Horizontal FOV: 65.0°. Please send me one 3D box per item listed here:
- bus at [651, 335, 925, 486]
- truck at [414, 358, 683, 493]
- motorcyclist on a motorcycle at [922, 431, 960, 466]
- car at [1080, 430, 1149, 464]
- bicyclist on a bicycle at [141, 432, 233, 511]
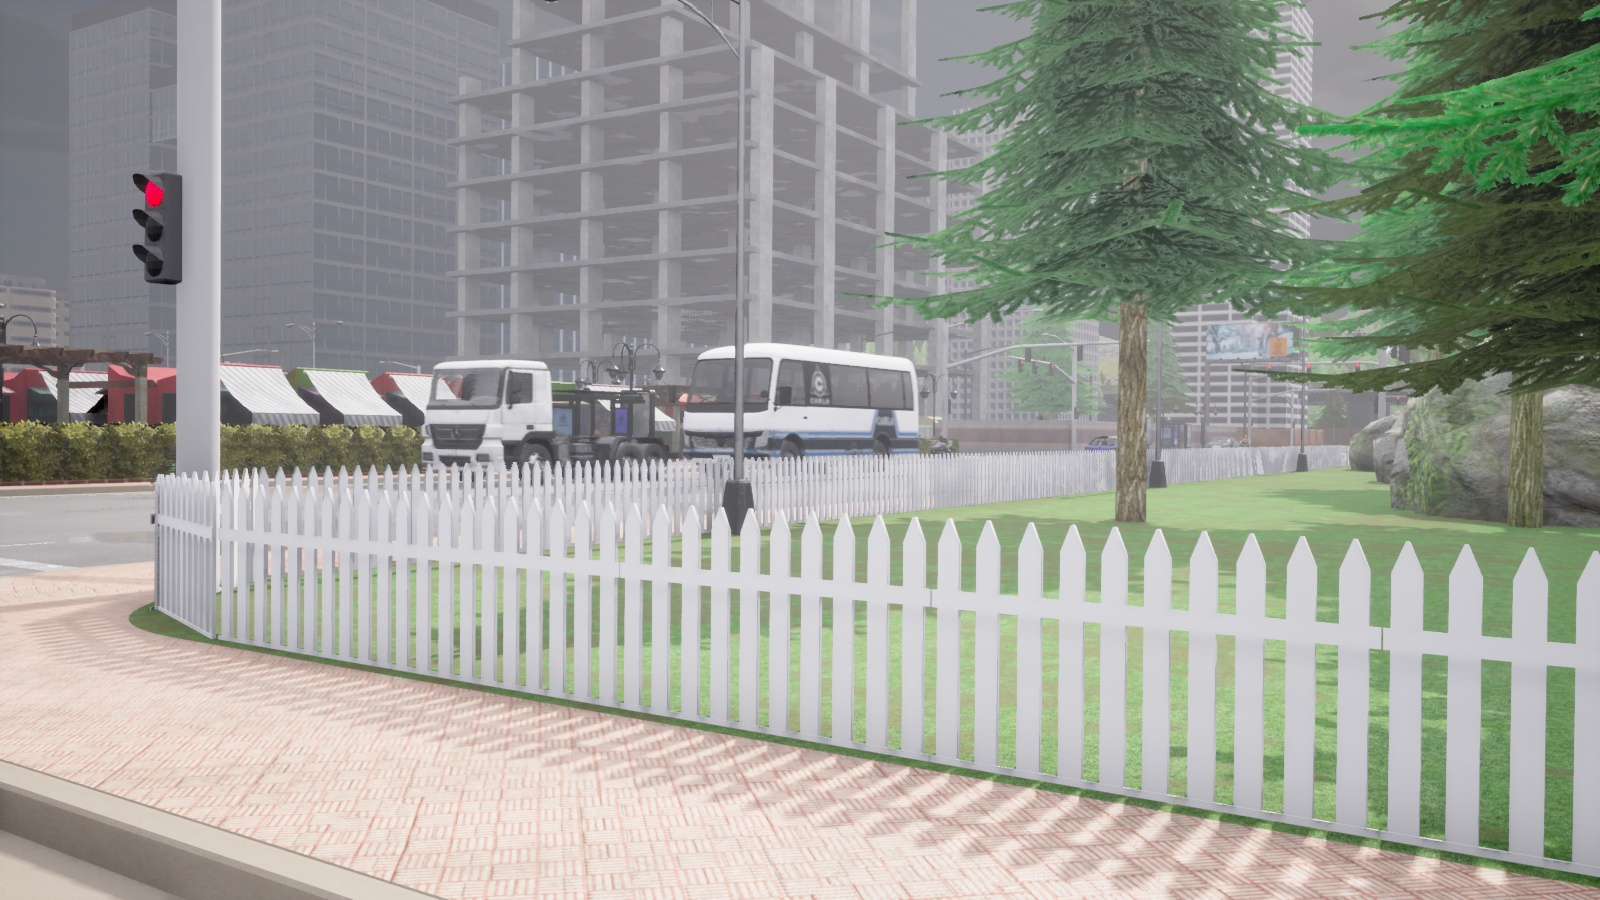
[{"bbox_3d":[-0.020,-1.202,40.775,3.944,4.253,10.273,0,1,32],"label":"bus"},{"bbox_3d":[-6.985,-0.682,36.270,2.891,3.462,7.936,0,1,32],"label":"truck"},{"bbox_3d":[6.479,-0.080,57.690,0.866,1.530,2.191,0,1,32],"label":"motorcyclist on a motorcycle"},{"bbox_3d":[14.279,-0.162,56.946,1.816,1.474,4.193,0,1,32],"label":"car"},{"bbox_3d":[-13.005,0.438,26.691,0.582,1.620,1.656,0,1,32],"label":"bicyclist on a bicycle"}]
